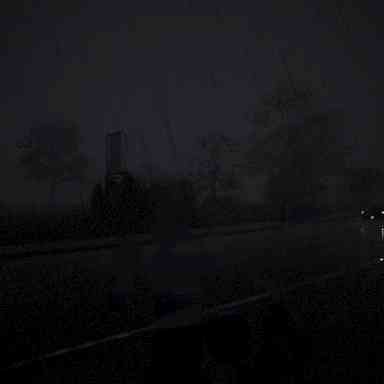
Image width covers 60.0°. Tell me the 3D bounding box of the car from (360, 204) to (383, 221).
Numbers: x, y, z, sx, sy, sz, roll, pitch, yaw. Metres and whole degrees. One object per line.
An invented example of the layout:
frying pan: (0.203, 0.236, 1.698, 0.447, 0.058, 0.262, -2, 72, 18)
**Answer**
car: (15.556, 1.685, 27.568, 1.895, 1.301, 4.718, 0, 0, 42)
